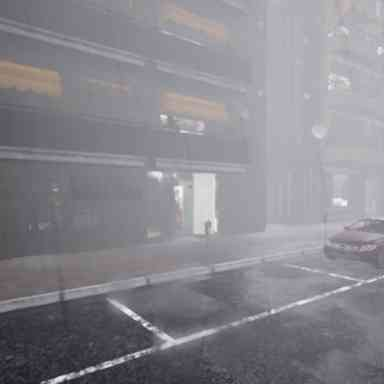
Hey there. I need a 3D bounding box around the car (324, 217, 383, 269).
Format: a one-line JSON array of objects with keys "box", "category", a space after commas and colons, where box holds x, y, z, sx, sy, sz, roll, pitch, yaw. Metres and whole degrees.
[{"box": [6.073, 1.514, 10.870, 4.206, 1.307, 1.802, 0, 1, -35], "category": "car"}]
